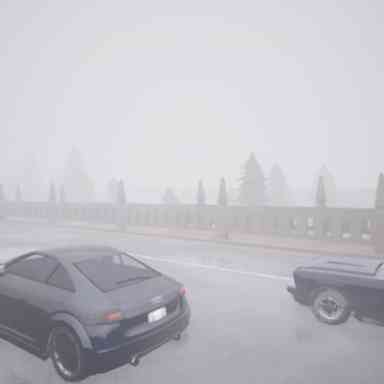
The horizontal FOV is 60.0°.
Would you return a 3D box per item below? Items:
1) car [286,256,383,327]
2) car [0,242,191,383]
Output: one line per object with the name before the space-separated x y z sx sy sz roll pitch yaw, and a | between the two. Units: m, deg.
car | 4.064 1.601 5.392 4.718 1.301 1.895 0 0 36
car | -2.080 1.556 5.479 4.181 1.385 1.994 0 0 36
